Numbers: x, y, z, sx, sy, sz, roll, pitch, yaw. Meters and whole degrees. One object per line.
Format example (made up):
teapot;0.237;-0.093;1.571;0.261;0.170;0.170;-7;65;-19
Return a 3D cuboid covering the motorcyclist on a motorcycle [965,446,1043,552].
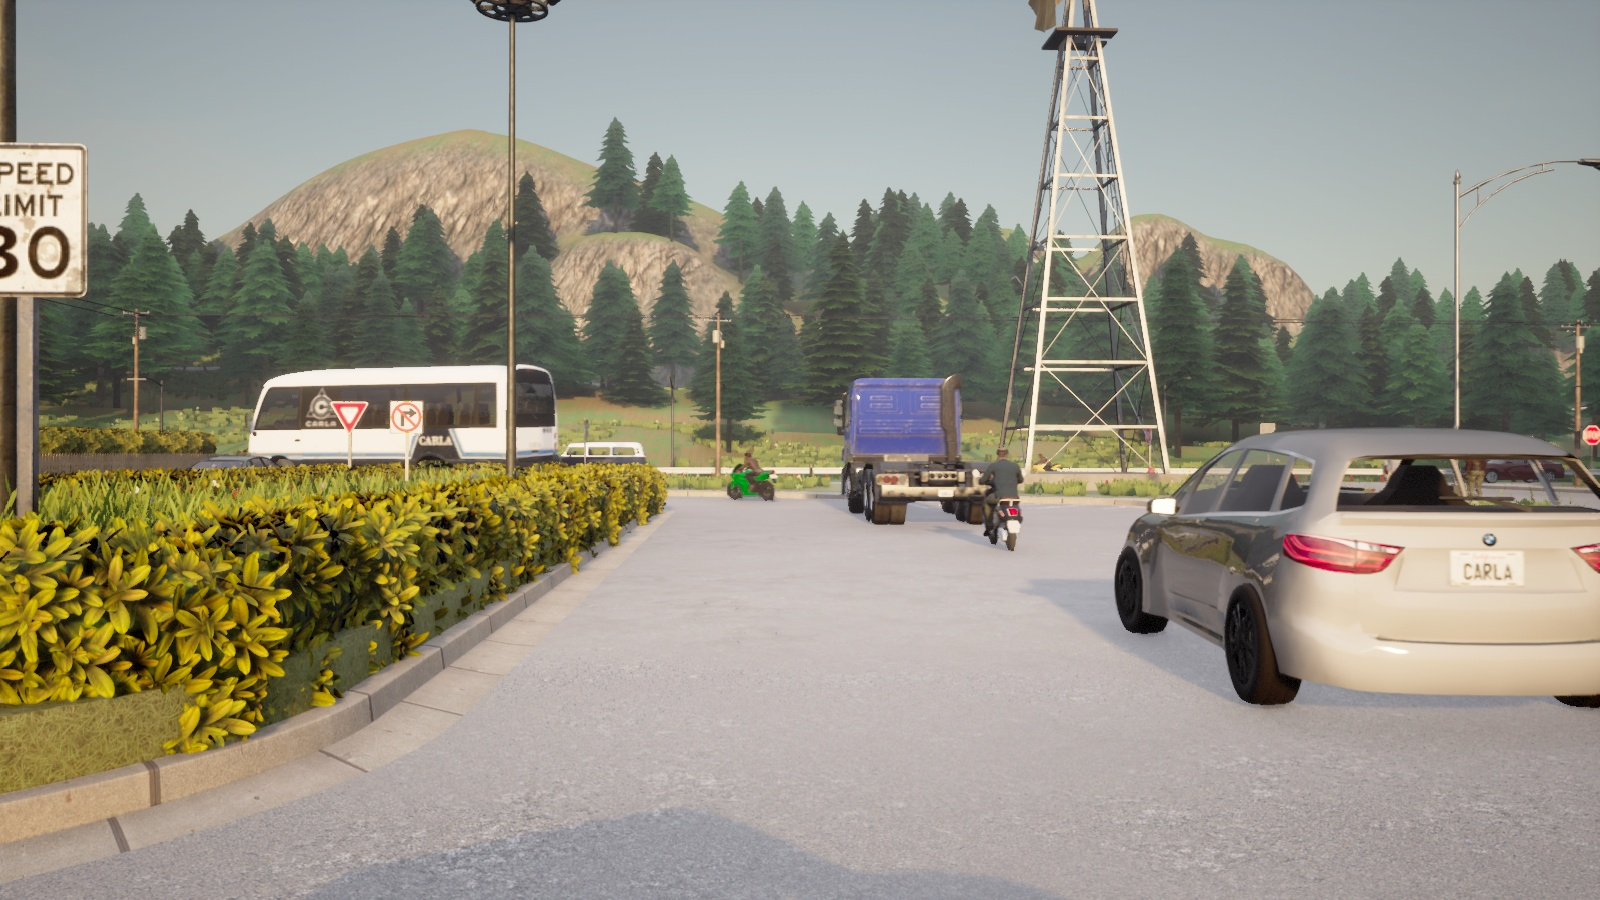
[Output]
motorcyclist on a motorcycle;3.203;0.743;19.886;0.866;1.590;1.817;0;0;-3

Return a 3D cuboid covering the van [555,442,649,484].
van;-9.980;0.656;63.514;4.480;2.038;2.069;0;0;-2

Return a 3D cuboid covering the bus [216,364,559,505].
bus;-13.528;-0.496;41.376;10.273;4.253;3.944;0;2;18

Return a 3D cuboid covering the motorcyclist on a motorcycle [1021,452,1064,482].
motorcyclist on a motorcycle;12.437;0.869;64.459;2.044;1.523;0.797;0;0;-3

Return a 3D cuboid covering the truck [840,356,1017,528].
truck;2.714;-0.166;29.284;2.891;3.462;7.936;0;0;-3

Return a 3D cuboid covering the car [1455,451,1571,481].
car;37.121;0.817;65.439;5.008;1.535;1.882;0;0;-2

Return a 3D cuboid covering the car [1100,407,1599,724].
car;3.752;0.606;8.925;2.242;1.667;4.611;0;0;2

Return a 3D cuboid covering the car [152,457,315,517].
car;-14.724;0.908;33.055;2.033;1.411;5.357;0;0;-2

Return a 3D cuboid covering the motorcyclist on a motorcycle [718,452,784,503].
motorcyclist on a motorcycle;-1.514;0.830;38.766;2.044;1.523;0.797;0;1;42

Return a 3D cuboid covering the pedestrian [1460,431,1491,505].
pedestrian;16.830;0.447;31.298;0.431;1.840;0.703;0;0;3
